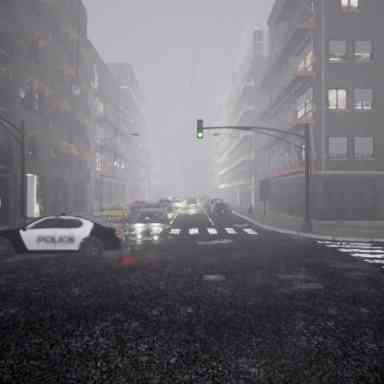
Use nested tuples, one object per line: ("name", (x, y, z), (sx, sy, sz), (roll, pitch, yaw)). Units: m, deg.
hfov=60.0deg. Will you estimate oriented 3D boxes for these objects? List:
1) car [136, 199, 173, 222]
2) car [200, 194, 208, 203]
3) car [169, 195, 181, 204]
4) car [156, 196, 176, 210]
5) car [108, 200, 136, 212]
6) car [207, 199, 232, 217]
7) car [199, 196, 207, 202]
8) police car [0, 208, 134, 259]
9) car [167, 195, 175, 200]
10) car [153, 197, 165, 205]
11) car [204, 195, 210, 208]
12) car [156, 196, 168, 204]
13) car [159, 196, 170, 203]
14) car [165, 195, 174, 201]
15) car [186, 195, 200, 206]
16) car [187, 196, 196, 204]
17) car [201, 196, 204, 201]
("car", (-3.101, 1.552, 26.887), (2.033, 1.411, 5.357), (0, 0, 4))
("car", (2.616, 1.333, 69.550), (2.192, 1.841, 5.009), (1, 0, 0))
("car", (-3.062, 1.563, 63.981), (2.033, 1.411, 5.357), (0, 0, 0))
("car", (-3.136, 1.533, 37.908), (1.812, 1.442, 4.674), (0, 0, 0))
("car", (-5.713, 1.530, 25.196), (1.752, 1.417, 4.829), (1, 0, 0))
("car", (2.660, 1.550, 30.885), (1.887, 1.381, 4.507), (1, 0, 0))
("car", (2.601, 1.589, 80.596), (1.947, 1.339, 4.313), (1, 0, 0))
("police car", (-4.865, 1.508, 12.006), (4.974, 1.542, 2.038), (0, 0, -1))
("car", (-5.793, 1.580, 91.647), (2.008, 1.369, 4.403), (1, 0, 0))
("car", (-5.754, 1.539, 58.337), (1.752, 1.417, 4.829), (1, 0, 0))
("car", (2.654, 1.447, 36.409), (1.967, 1.590, 4.097), (1, 0, 0))
("car", (-5.761, 1.567, 64.030), (2.008, 1.369, 4.403), (1, 0, 0))
("car", (-5.767, 1.563, 69.554), (1.887, 1.381, 4.507), (1, 0, 0))
("car", (-5.786, 1.551, 85.953), (1.752, 1.417, 4.829), (1, 0, 0))
("car", (-0.067, 1.560, 56.726), (2.033, 1.411, 5.357), (0, 0, 0))
("car", (-0.081, 1.543, 67.148), (1.812, 1.442, 4.674), (0, 0, 0))
("car", (2.640, 1.592, 47.456), (1.802, 1.307, 4.206), (1, 0, 0))
